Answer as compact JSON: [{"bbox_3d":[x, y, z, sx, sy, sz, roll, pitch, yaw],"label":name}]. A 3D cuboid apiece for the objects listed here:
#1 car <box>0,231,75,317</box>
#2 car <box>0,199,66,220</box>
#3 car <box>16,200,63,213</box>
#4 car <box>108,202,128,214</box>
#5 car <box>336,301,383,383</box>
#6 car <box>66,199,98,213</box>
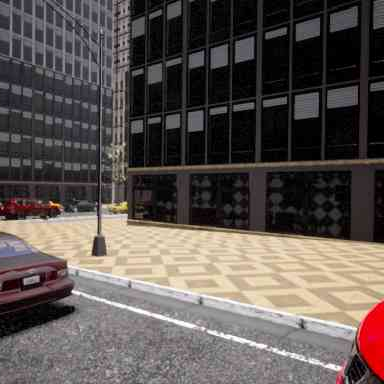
[{"bbox_3d":[-4.778,1.544,7.104,5.357,1.411,2.033,0,0,35],"label":"car"},{"bbox_3d":[-14.385,1.519,29.775,2.192,1.841,5.009,1,0,37],"label":"car"},{"bbox_3d":[-17.862,1.643,39.158,1.752,1.417,4.829,1,0,37],"label":"car"},{"bbox_3d":[-7.567,1.830,38.972,1.752,1.417,4.829,1,0,37],"label":"car"},{"bbox_3d":[3.501,1.222,1.178,5.566,2.045,2.150,0,0,36],"label":"car"},{"bbox_3d":[-13.507,1.698,40.666,1.837,1.490,4.892,1,0,37],"label":"car"}]
